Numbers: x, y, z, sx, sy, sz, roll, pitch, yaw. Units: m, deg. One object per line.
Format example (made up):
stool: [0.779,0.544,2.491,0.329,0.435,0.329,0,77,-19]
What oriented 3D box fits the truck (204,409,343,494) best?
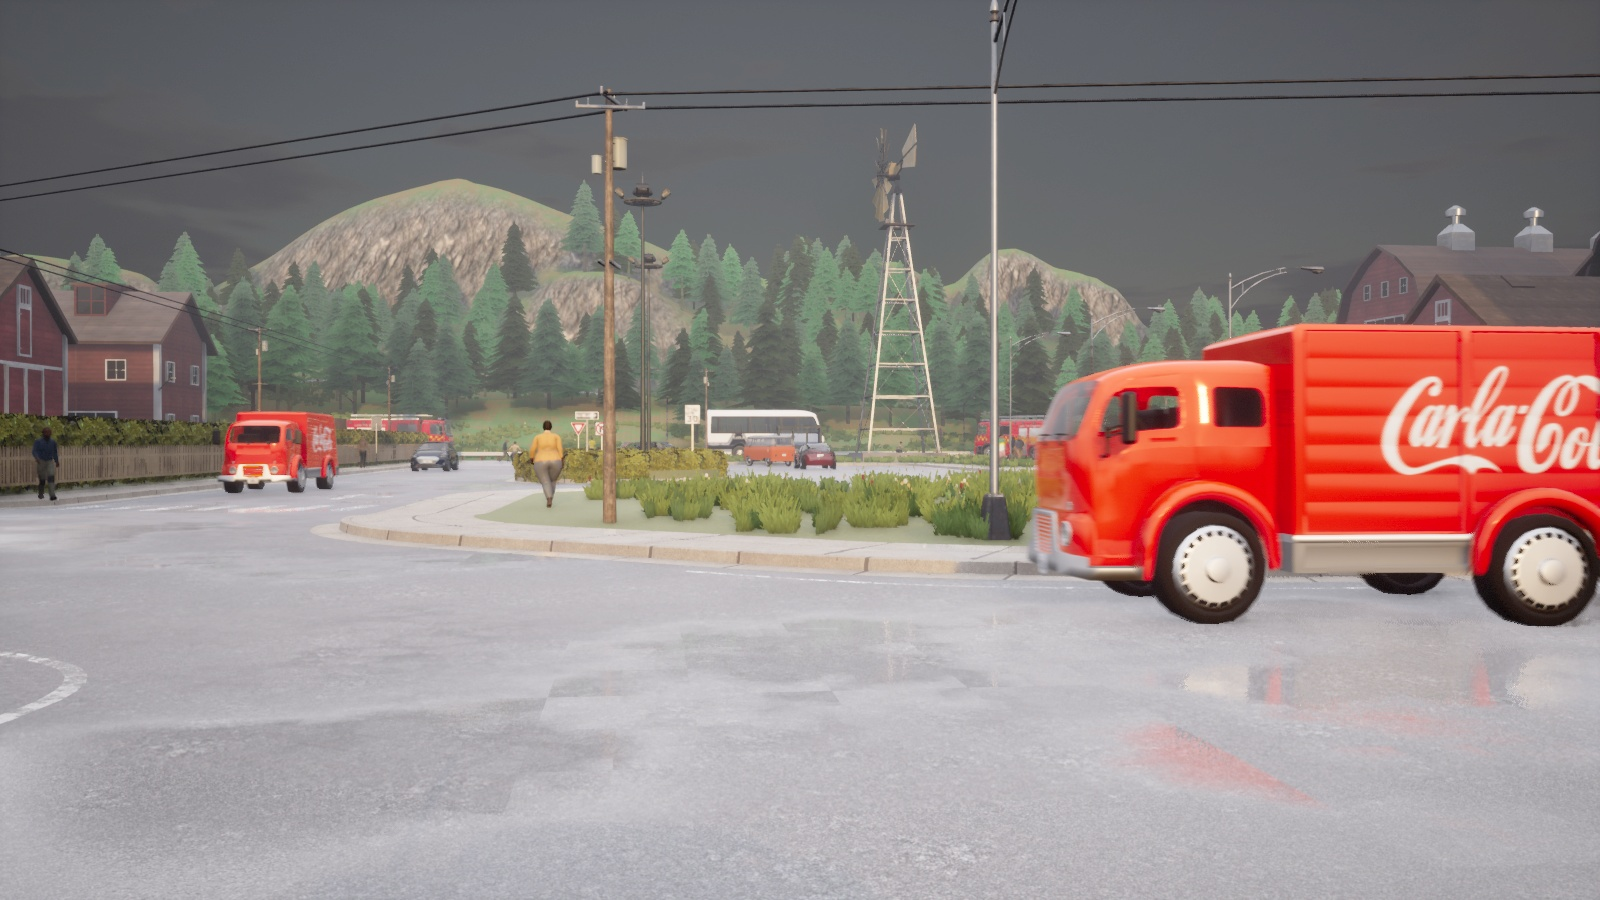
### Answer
truck: [-16.198,0.027,38.989,2.627,2.467,5.204,0,0,-7]

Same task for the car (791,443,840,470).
car: [0.843,0.343,71.482,2.163,1.488,4.792,0,0,-7]

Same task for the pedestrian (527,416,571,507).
pedestrian: [-5.219,0.237,26.061,0.874,1.855,0.900,0,0,-13]

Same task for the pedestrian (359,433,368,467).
pedestrian: [-23.667,-0.002,68.086,0.331,1.846,0.634,0,0,-7]

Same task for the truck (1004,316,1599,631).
truck: [4.677,0.190,11.259,5.204,2.467,2.627,0,0,-2]

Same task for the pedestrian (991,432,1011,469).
pedestrian: [10.807,0.032,67.516,0.659,1.952,0.873,0,0,-29]

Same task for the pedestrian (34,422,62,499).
pedestrian: [-18.008,0.249,30.070,0.726,1.835,0.370,0,0,43]

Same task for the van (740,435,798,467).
van: [-2.025,0.042,80.649,1.775,1.987,4.442,0,0,-30]

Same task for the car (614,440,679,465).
car: [-10.307,0.160,84.471,3.988,1.617,1.851,0,0,5]

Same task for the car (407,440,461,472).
car: [-19.580,0.280,67.381,2.033,1.649,4.856,0,0,-7]
